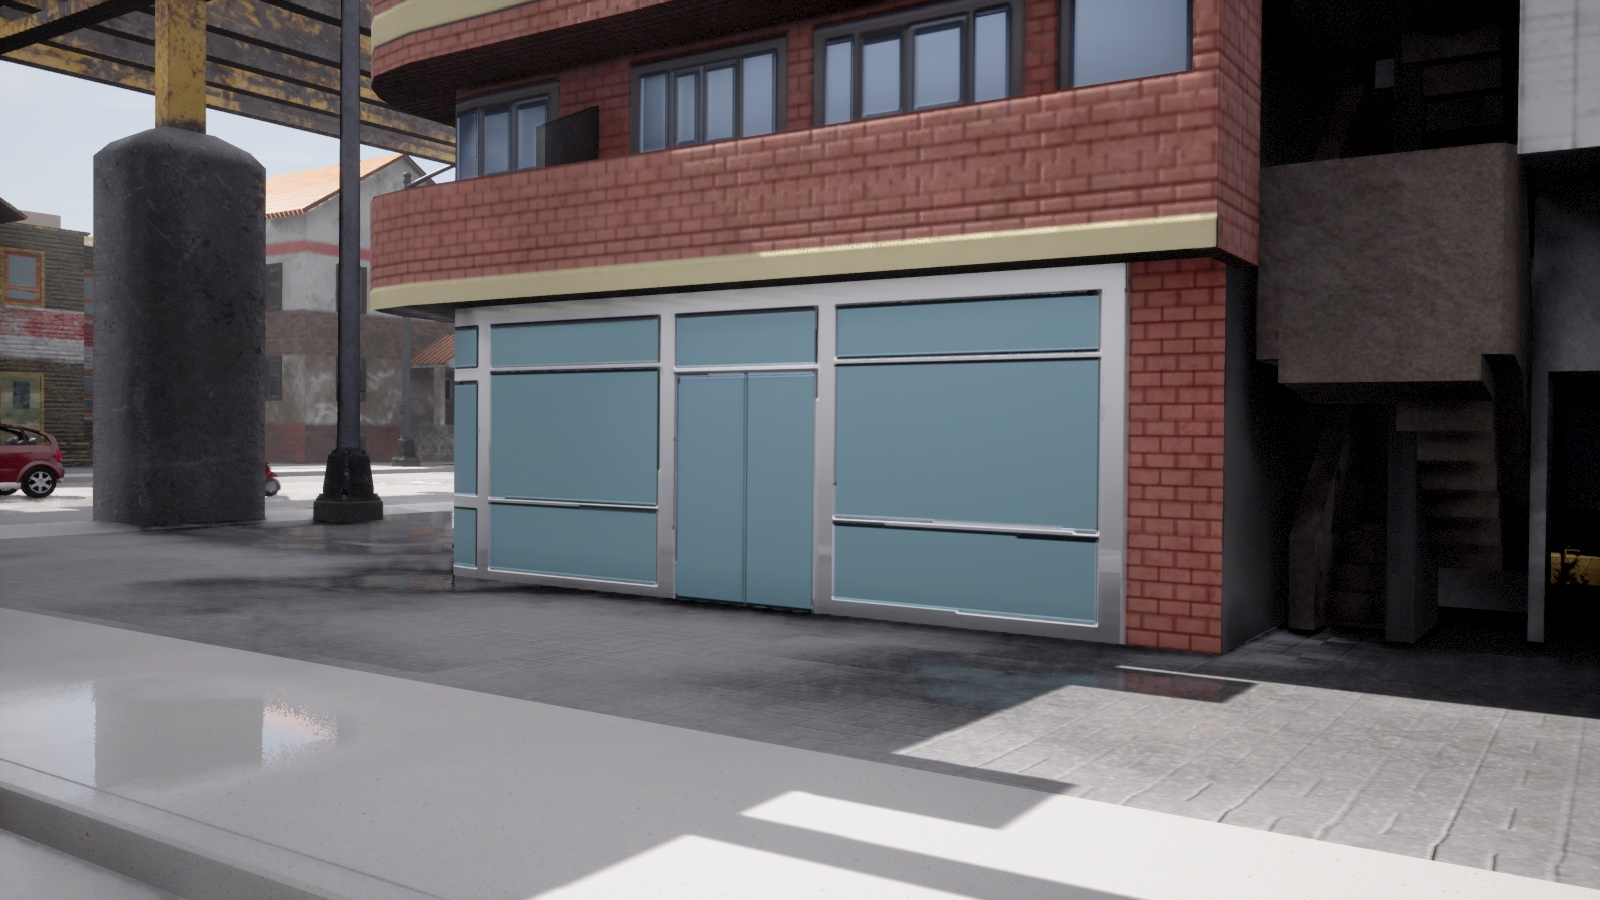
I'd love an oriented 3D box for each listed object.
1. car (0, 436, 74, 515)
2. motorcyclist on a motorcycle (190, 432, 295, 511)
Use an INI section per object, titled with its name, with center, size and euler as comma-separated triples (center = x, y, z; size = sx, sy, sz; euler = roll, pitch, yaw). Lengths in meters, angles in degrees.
[car]
center = -16.831, 0.521, 24.977
size = 1.789, 1.549, 3.705
euler = 0, 1, 33
[motorcyclist on a motorcycle]
center = -11.704, 0.430, 26.393
size = 0.866, 1.590, 1.817
euler = 0, 1, 33
